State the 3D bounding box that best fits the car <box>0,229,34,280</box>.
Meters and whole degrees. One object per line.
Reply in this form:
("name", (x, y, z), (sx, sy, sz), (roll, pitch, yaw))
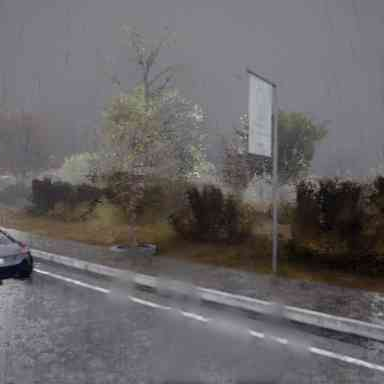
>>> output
("car", (-6.036, 1.576, 8.922), (4.181, 1.385, 1.994), (0, 0, 39))
